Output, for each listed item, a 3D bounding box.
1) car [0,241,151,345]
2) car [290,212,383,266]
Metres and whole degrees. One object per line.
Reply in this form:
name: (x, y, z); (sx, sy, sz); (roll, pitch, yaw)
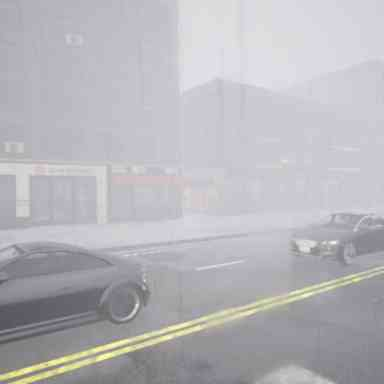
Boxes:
car: (-2.816, 1.581, 5.603); (4.181, 1.385, 1.994); (0, 0, -36)
car: (5.433, 1.481, 11.586); (4.902, 1.511, 2.128); (0, 0, -36)
